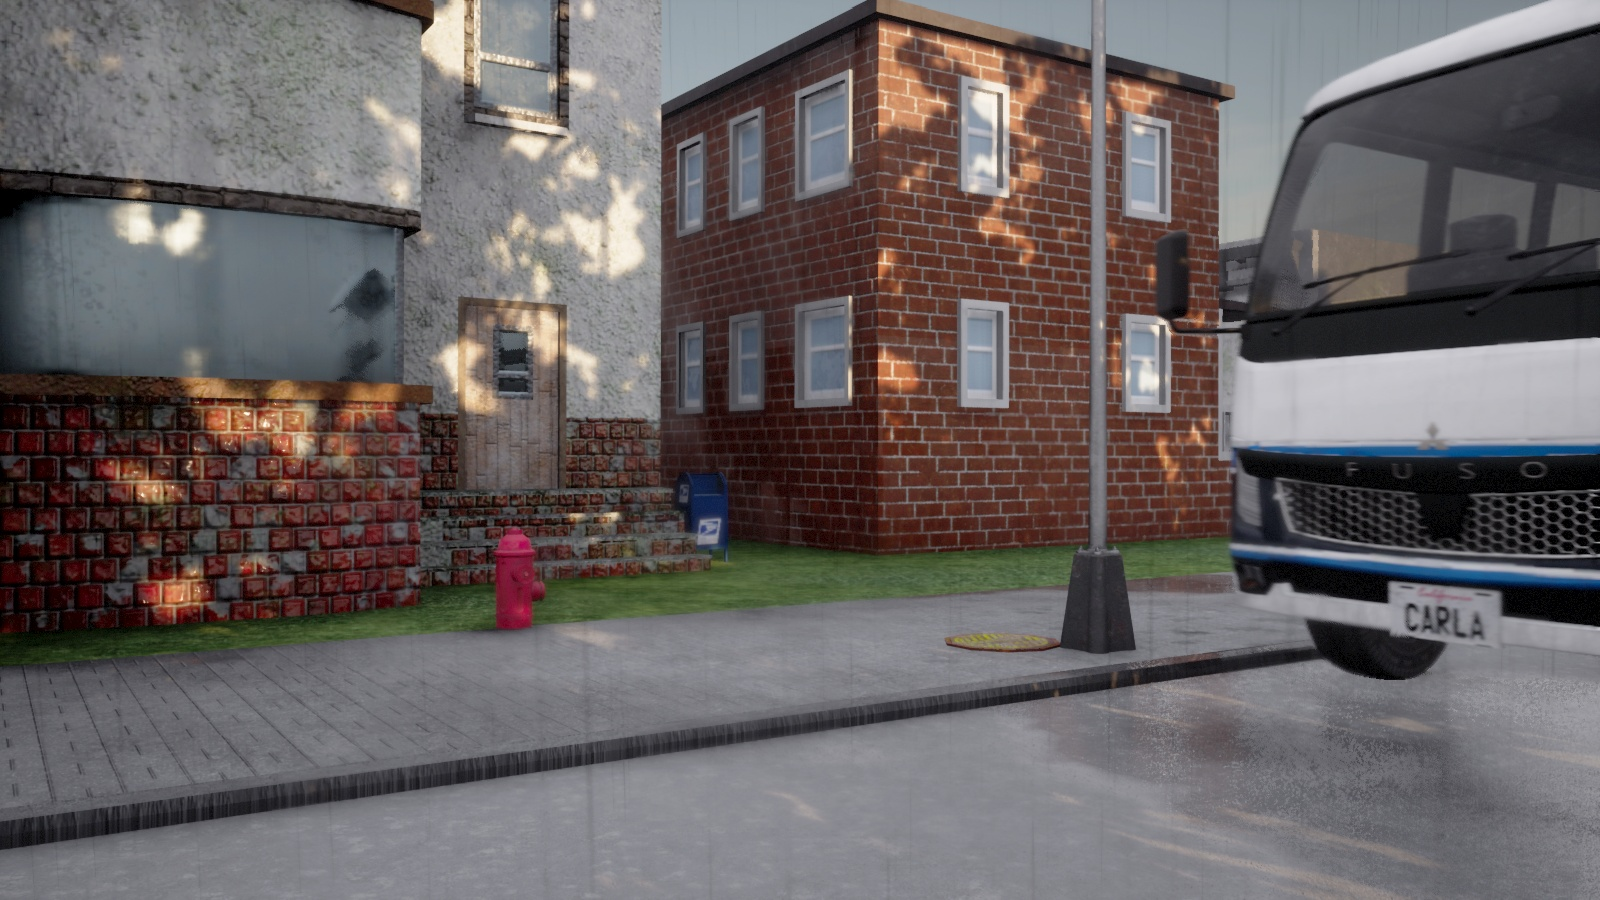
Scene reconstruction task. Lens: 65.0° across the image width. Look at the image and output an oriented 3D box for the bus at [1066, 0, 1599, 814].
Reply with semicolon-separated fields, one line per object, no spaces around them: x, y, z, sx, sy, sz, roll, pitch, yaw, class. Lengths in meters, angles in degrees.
7.102;-0.625;8.790;10.273;4.253;3.944;0;0;-31;bus
